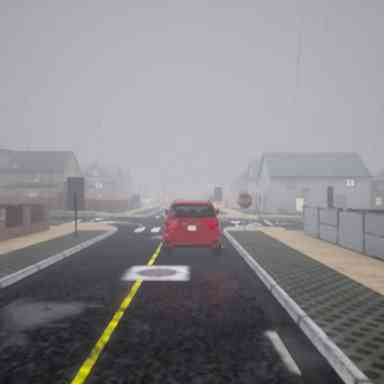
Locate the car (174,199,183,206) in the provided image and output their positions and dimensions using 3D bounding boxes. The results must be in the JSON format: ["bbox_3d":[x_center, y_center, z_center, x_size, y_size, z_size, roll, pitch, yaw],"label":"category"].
[{"bbox_3d":[-2.737,2.157,68.636,1.812,1.442,4.674,0,0,0],"label":"car"}]

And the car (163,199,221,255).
[{"bbox_3d":[0.004,1.349,14.040,2.150,2.045,5.566,0,0,0],"label":"car"}]
